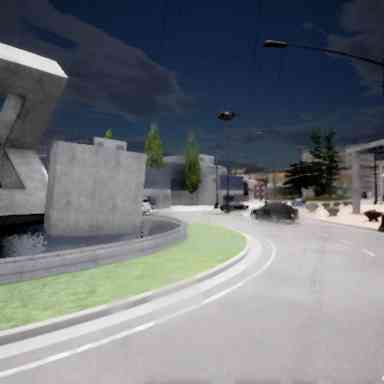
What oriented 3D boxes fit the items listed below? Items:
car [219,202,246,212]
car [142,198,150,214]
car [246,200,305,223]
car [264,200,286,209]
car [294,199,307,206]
[{"bbox_3d":[5.939,2.054,46.567,4.718,1.301,1.895,0,-1,-44],"label":"car"},{"bbox_3d":[-7.828,1.724,40.623,5.566,2.045,2.150,-1,-1,16],"label":"car"},{"bbox_3d":[6.870,1.726,28.059,1.882,1.535,5.008,0,-1,-22],"label":"car"},{"bbox_3d":[13.919,2.013,55.769,1.812,1.442,4.674,-1,-1,38],"label":"car"},{"bbox_3d":[21.101,2.015,65.101,1.812,1.442,4.674,-1,-1,37],"label":"car"}]
